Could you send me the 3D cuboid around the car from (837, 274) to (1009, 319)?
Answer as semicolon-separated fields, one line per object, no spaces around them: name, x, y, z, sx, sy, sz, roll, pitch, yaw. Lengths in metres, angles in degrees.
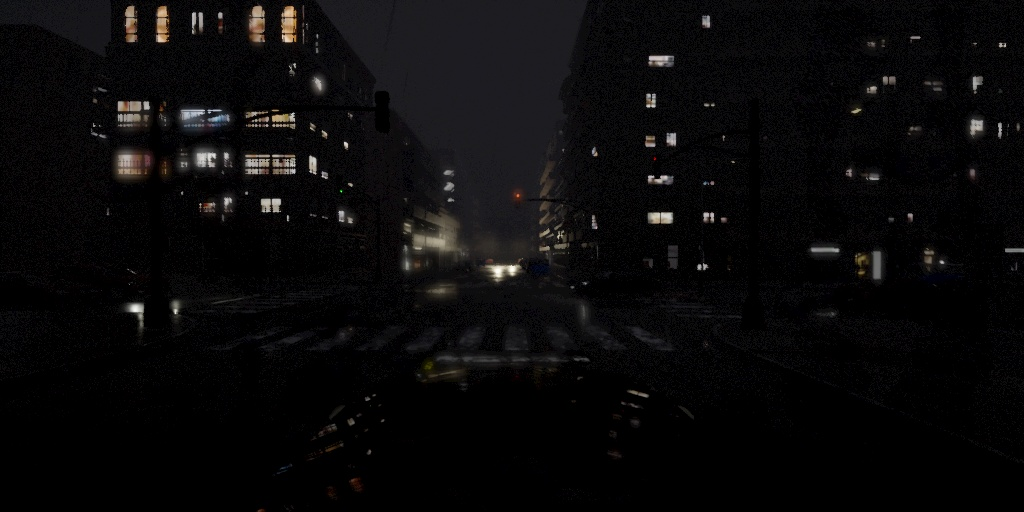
car;14.690;1.498;13.228;4.507;1.381;1.888;0;0;0

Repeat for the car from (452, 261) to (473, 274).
car;-5.910;1.358;41.512;1.802;1.307;4.207;0;0;0

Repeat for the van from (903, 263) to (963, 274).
van;26.060;1.343;21.597;3.998;1.789;1.690;0;0;0

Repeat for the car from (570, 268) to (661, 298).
car;5.223;1.307;18.109;4.674;1.442;1.812;1;0;-15

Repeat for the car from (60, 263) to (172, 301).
car;-18.015;1.086;15.809;5.008;1.535;1.882;1;0;0

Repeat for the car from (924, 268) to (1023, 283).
car;25.837;1.569;19.023;5.357;1.411;2.033;1;0;0

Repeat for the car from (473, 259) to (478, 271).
car;-5.920;1.352;47.034;1.948;1.339;4.313;0;0;0

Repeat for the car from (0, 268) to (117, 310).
car;-17.763;1.214;13.228;4.207;1.307;1.802;0;0;0

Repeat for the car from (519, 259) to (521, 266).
car;2.584;1.252;58.039;1.967;1.591;4.097;0;0;0

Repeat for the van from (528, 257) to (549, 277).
van;2.755;1.109;35.981;1.690;1.789;3.998;0;0;0

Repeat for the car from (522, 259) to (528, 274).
car;2.657;1.091;41.478;2.192;1.841;5.009;0;0;0
